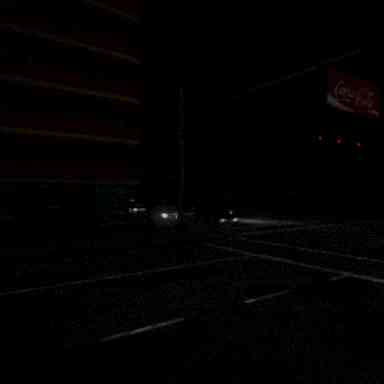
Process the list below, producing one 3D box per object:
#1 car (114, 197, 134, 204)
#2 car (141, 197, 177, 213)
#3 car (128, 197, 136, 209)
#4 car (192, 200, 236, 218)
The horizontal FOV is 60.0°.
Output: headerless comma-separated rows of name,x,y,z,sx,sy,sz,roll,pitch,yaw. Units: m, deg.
car,-13.086,1.661,63.964,1.895,1.301,4.718,0,0,-38
car,-3.583,1.522,38.492,1.882,1.535,5.008,0,0,-36
car,-9.587,1.547,46.837,1.837,1.490,4.892,0,0,-36
car,1.955,1.536,30.811,2.128,1.511,4.902,0,0,-36
